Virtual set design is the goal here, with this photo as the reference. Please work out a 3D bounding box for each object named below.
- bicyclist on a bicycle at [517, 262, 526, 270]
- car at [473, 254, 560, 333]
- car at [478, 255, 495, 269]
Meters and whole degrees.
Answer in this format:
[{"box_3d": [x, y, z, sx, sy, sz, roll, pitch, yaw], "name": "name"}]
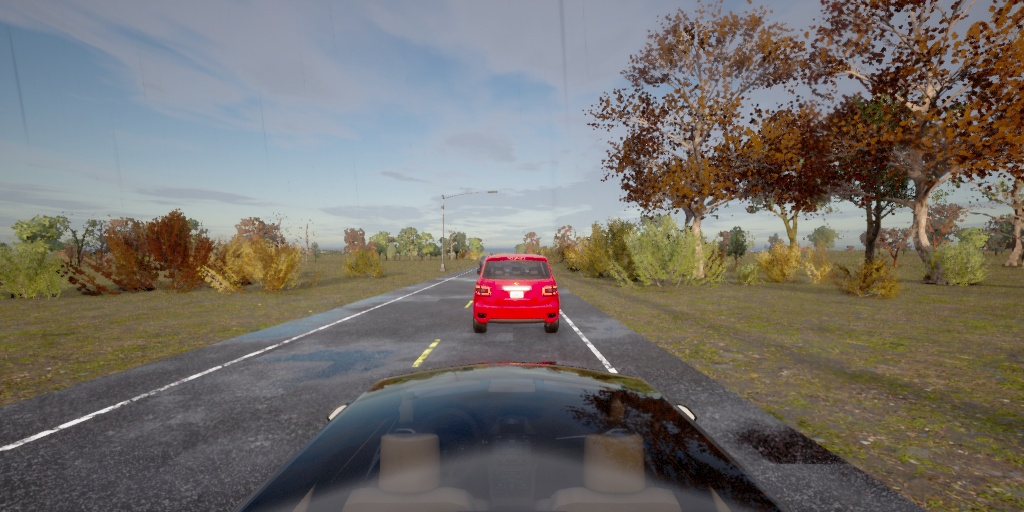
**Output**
[{"box_3d": [0.880, 1.110, 30.010, 0.659, 1.776, 1.843, 0, 0, 0], "name": "bicyclist on a bicycle"}, {"box_3d": [0.085, 0.968, 10.831, 2.150, 2.045, 5.566, 0, 0, -1], "name": "car"}, {"box_3d": [-3.892, 0.958, 55.559, 2.150, 2.045, 5.566, 0, 0, 0], "name": "car"}]
